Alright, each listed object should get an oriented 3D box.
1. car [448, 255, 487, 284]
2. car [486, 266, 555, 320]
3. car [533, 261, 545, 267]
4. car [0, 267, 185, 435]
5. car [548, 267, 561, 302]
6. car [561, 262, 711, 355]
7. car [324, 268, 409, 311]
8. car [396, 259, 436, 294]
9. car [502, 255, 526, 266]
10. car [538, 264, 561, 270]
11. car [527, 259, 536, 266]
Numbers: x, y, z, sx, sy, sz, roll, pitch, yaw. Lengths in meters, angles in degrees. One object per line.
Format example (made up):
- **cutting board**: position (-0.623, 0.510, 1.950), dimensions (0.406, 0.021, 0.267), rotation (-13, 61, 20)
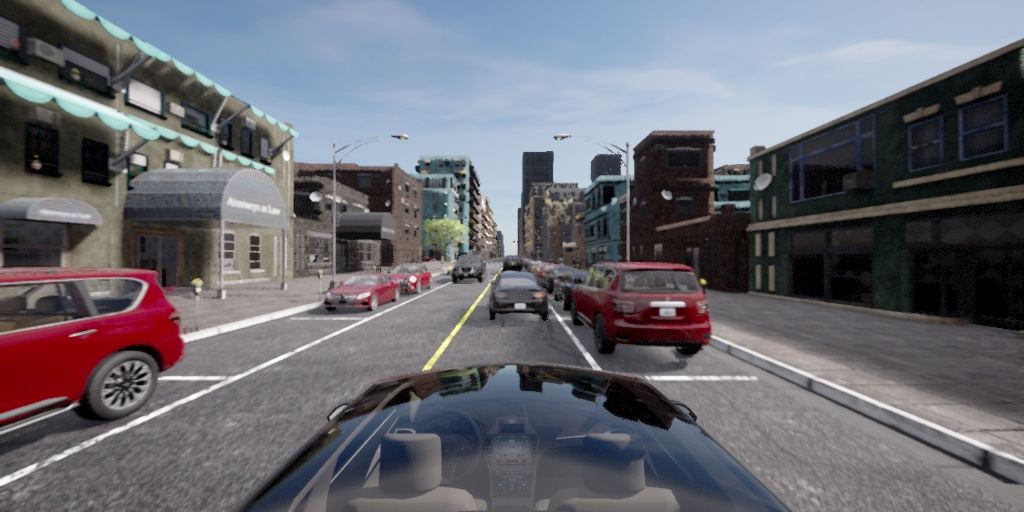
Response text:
- **car**: position (-3.108, 0.923, 27.170), dimensions (2.150, 2.045, 5.566), rotation (0, 0, 1)
- **car**: position (0.148, 1.255, 12.444), dimensions (1.812, 1.442, 4.674), rotation (0, 0, -2)
- **car**: position (2.696, 1.251, 24.906), dimensions (1.888, 1.381, 4.507), rotation (0, 0, 0)
- **car**: position (-5.689, 1.062, 3.081), dimensions (2.192, 1.841, 5.009), rotation (0, 0, 0)
- **car**: position (2.690, 1.292, 14.146), dimensions (1.948, 1.339, 4.313), rotation (0, 0, 0)
- **car**: position (2.691, 1.051, 8.613), dimensions (2.192, 1.841, 5.009), rotation (0, 0, 0)
- **car**: position (-5.691, 1.308, 14.146), dimensions (1.802, 1.307, 4.207), rotation (0, 0, 0)
- **car**: position (-5.691, 1.155, 19.679), dimensions (1.967, 1.591, 4.097), rotation (0, 0, 0)
- **car**: position (0.094, 0.902, 40.332), dimensions (2.150, 2.045, 5.566), rotation (0, 0, 0)
- **car**: position (2.689, 1.282, 19.679), dimensions (1.948, 1.339, 4.313), rotation (0, 0, 0)
- **car**: position (2.747, 1.211, 36.142), dimensions (1.751, 1.417, 4.829), rotation (0, 0, 0)
